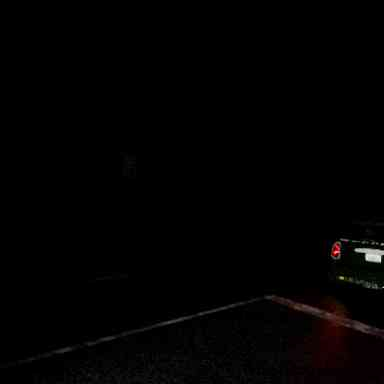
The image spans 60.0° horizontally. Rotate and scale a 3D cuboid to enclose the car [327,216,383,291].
[{"bbox_3d":[5.238,1.369,8.267,4.553,1.767,2.097,0,0,-44],"label":"car"}]
